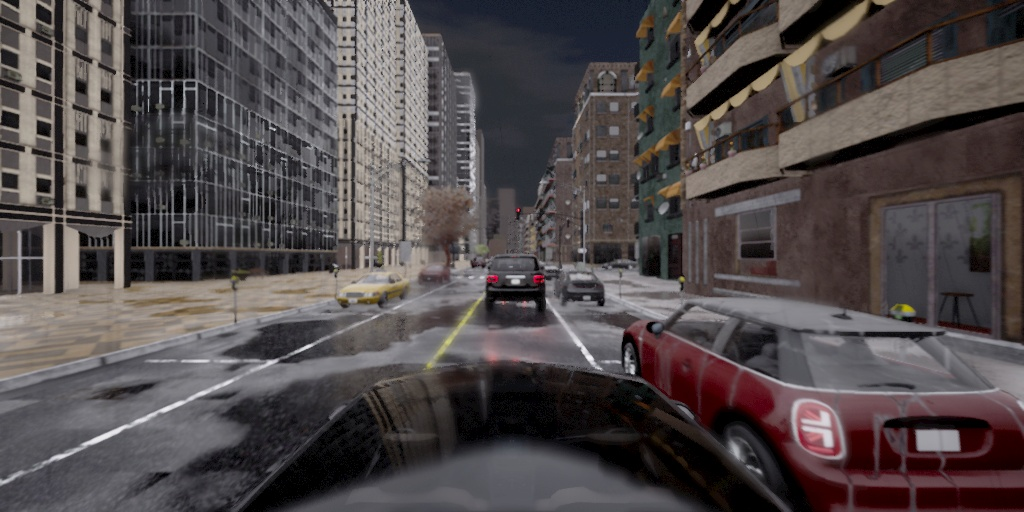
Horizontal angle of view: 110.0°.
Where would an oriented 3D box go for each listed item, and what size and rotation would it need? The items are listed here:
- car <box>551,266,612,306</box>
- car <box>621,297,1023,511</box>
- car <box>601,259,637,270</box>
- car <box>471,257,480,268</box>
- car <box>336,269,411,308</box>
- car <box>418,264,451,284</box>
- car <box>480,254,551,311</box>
[{"bbox_3d":[2.743,1.291,15.271,2.007,1.370,4.403,0,0,0],"label":"car"},{"bbox_3d":[2.696,1.188,4.206,1.967,1.591,4.097,0,0,0],"label":"car"},{"bbox_3d":[13.617,1.077,45.707,4.403,1.370,2.007,0,0,0],"label":"car"},{"bbox_3d":[-5.455,1.051,58.759,2.192,1.841,5.009,0,0,0],"label":"car"},{"bbox_3d":[-5.638,1.264,15.137,1.751,1.417,4.829,0,0,0],"label":"car"},{"bbox_3d":[-5.591,1.278,26.372,1.888,1.381,4.507,0,0,0],"label":"car"},{"bbox_3d":[0.142,0.959,14.561,2.150,2.045,5.566,0,0,0],"label":"car"}]
